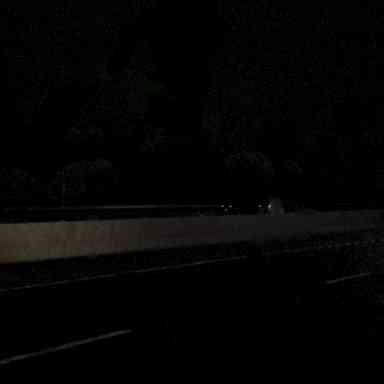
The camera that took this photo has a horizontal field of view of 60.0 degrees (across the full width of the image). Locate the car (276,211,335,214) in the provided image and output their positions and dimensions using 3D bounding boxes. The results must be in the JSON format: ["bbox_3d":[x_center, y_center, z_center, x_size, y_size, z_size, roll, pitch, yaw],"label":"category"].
[{"bbox_3d":[9.598,1.616,26.444,5.357,1.411,2.033,1,0,-29],"label":"car"}]

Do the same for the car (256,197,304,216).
[{"bbox_3d":[8.994,1.399,34.044,4.553,1.767,2.097,0,0,-28],"label":"car"}]
